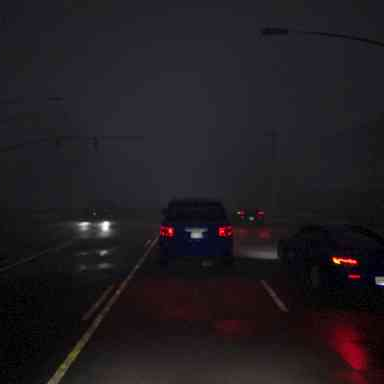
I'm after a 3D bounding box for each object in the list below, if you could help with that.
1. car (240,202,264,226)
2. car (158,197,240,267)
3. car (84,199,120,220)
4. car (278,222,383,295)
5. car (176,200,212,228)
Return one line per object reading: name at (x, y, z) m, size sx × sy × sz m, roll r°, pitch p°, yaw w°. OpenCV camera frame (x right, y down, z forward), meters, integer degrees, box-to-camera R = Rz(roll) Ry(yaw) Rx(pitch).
car at (3.601, 1.397, 22.288) m, size 1.812 × 1.442 × 4.674 m, roll 0°, pitch 0°, yaw 0°
car at (0.099, 1.184, 11.399) m, size 2.150 × 2.045 × 5.566 m, roll 0°, pitch 1°, yaw 0°
car at (-7.007, 1.339, 26.285) m, size 1.837 × 1.490 × 4.892 m, roll 0°, pitch 0°, yaw 0°
car at (3.600, 1.501, 8.543) m, size 1.812 × 1.442 × 4.674 m, roll 0°, pitch 0°, yaw 0°
car at (0.108, 1.362, 21.976) m, size 2.128 × 1.511 × 4.902 m, roll 0°, pitch 0°, yaw 0°
